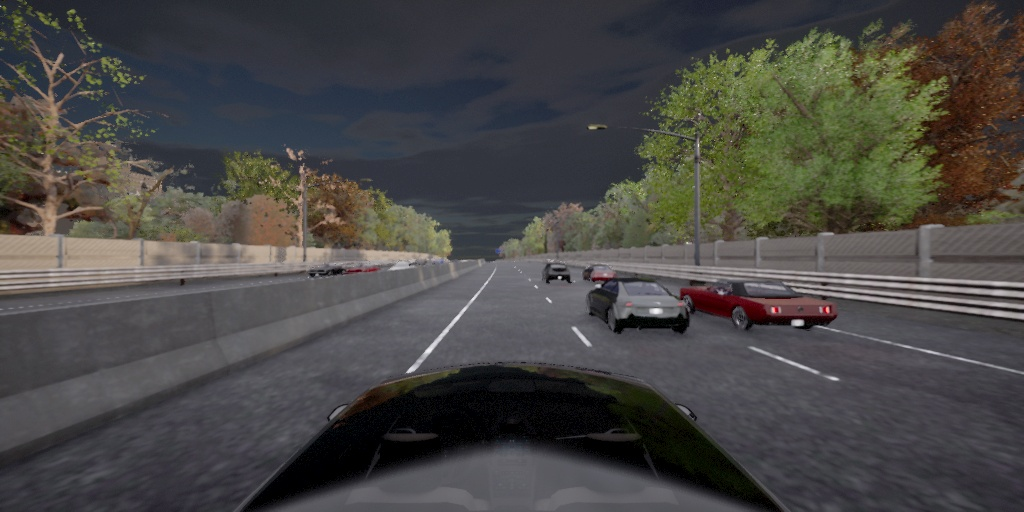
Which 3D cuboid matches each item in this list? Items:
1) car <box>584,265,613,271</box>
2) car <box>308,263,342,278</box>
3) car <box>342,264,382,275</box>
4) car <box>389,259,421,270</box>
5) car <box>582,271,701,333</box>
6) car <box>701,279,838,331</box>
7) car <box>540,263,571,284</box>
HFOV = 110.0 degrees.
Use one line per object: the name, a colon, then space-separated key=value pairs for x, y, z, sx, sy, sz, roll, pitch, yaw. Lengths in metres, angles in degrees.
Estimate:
car: x=6.879 y=1.364 z=28.576 sx=1.994 sy=1.385 sz=4.181 roll=0 pitch=0 yaw=-1
car: x=-17.919 y=1.396 z=35.147 sx=1.895 sy=1.301 sz=4.718 roll=1 pitch=1 yaw=-1
car: x=-14.420 y=1.411 z=35.087 sx=1.895 sy=1.301 sz=4.718 roll=0 pitch=0 yaw=-1
car: x=-10.933 y=1.338 z=36.102 sx=1.812 sy=1.442 sz=4.674 roll=0 pitch=0 yaw=-1
car: x=3.555 y=1.331 z=10.863 sx=1.994 sy=1.385 sz=4.181 roll=0 pitch=0 yaw=0
car: x=7.058 y=1.367 z=11.080 sx=1.895 sy=1.301 sz=4.718 roll=0 pitch=0 yaw=0
car: x=3.386 y=1.304 z=28.090 sx=1.837 sy=1.490 sz=4.892 roll=0 pitch=0 yaw=-1
